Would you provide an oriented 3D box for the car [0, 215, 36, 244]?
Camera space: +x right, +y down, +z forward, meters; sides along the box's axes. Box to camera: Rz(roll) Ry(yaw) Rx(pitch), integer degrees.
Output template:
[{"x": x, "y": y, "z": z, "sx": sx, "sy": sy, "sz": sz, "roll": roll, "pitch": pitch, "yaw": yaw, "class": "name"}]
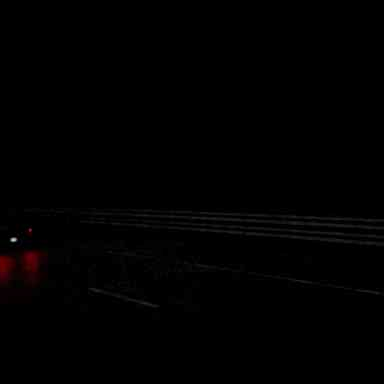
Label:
[{"x": -9.009, "y": 1.659, "z": 14.716, "sx": 4.718, "sy": 1.301, "sz": 1.895, "roll": -1, "pitch": 0, "yaw": 36, "class": "car"}]
